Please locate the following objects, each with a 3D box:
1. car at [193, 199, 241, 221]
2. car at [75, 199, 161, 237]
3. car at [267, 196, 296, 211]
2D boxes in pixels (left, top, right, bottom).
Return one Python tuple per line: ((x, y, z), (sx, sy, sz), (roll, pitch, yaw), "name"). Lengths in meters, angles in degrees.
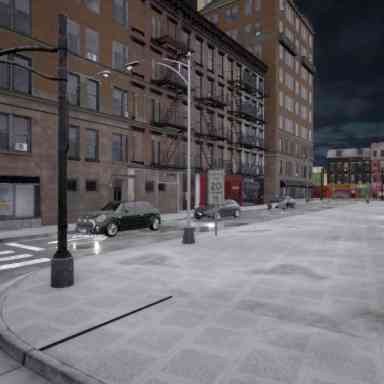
((2.007, 1.299, 25.258), (1.837, 1.490, 4.892), (0, 1, 36), "car")
((-3.727, 1.218, 17.331), (2.097, 1.767, 4.553), (0, 1, 37), "car")
((9.798, 1.196, 36.075), (2.128, 1.511, 4.902), (0, 1, 36), "car")
